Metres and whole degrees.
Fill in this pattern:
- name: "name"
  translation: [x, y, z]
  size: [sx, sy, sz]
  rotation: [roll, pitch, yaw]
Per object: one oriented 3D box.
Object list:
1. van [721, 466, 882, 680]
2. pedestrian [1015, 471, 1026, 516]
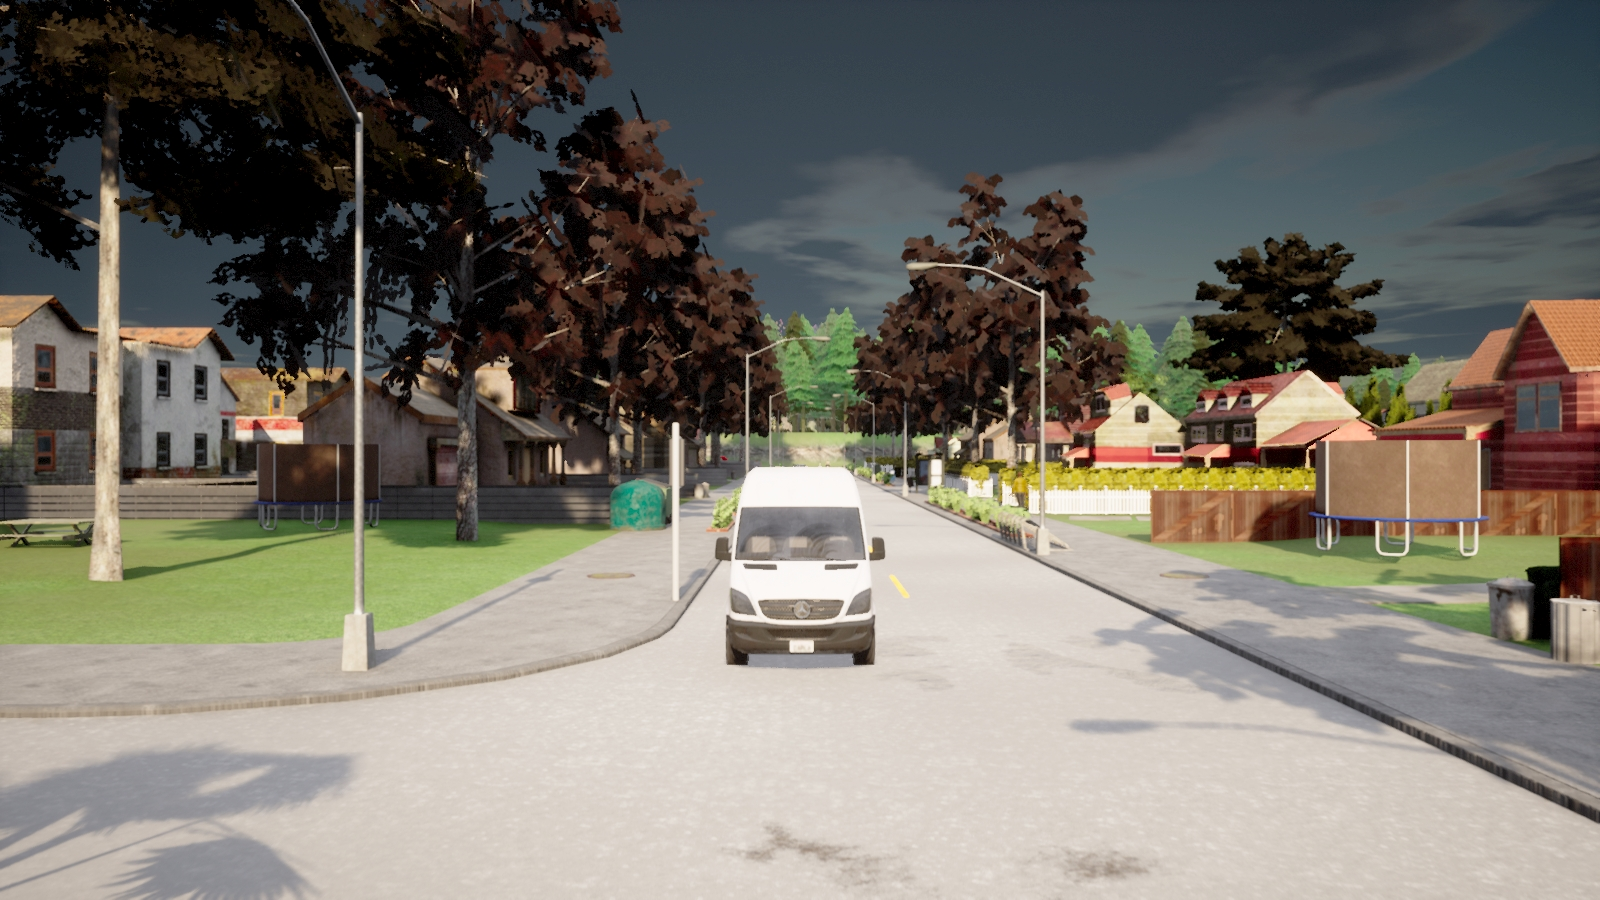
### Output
- name: "van"
  translation: [-0.002, 1.561, 17.055]
  size: [1.988, 2.561, 5.915]
  rotation: [0, 0, 0]
- name: "pedestrian"
  translation: [9.214, 1.813, 47.725]
  size: [0.375, 1.860, 0.375]
  rotation: [0, 0, -2]
